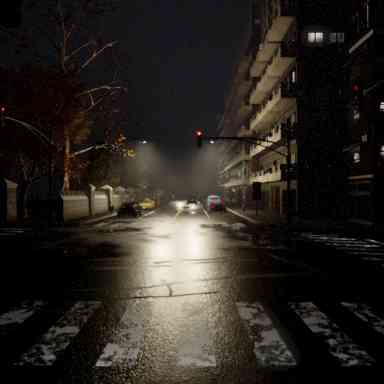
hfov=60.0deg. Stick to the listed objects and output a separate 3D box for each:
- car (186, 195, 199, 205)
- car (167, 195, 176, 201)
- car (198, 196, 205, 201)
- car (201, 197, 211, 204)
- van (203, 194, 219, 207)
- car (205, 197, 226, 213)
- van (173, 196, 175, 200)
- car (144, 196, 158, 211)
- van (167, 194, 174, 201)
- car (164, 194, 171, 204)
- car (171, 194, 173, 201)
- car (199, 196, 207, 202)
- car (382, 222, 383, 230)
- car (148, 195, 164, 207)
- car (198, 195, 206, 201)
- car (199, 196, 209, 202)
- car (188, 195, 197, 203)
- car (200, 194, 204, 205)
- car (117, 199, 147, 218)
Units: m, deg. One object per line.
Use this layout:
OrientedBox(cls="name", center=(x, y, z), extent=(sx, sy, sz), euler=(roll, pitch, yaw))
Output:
OrientedBox(cls="car", center=(0.006, 1.597, 59.579), extent=(2.033, 1.411, 5.357), euler=(0, 0, 0))
OrientedBox(cls="car", center=(-5.678, 1.669, 92.794), extent=(2.008, 1.369, 4.403), euler=(0, 0, 0))
OrientedBox(cls="car", center=(2.702, 1.700, 92.795), extent=(1.802, 1.307, 4.206), euler=(0, 0, 0))
OrientedBox(cls="car", center=(2.699, 1.602, 64.643), extent=(1.887, 1.381, 4.507), euler=(0, 0, 0))
OrientedBox(cls="van", center=(2.698, 1.366, 42.123), extent=(1.690, 1.788, 3.998), euler=(0, 0, 0))
OrientedBox(cls="car", center=(2.697, 1.564, 36.492), extent=(1.887, 1.381, 4.507), euler=(0, 0, 0))
OrientedBox(cls="van", center=(-5.679, 1.432, 81.536), extent=(1.690, 1.788, 3.998), euler=(0, 0, 0))
OrientedBox(cls="car", center=(-5.683, 1.550, 41.955), extent=(1.752, 1.417, 4.829), euler=(0, 0, 0))
OrientedBox(cls="van", center=(-5.678, 1.445, 87.165), extent=(1.690, 1.788, 3.998), euler=(0, 0, 0))
OrientedBox(cls="car", center=(-5.681, 1.498, 64.646), extent=(1.967, 1.590, 4.097), euler=(0, 0, 0))
OrientedBox(cls="car", center=(-5.680, 1.508, 70.275), extent=(1.967, 1.590, 4.097), euler=(0, 0, 0))
OrientedBox(cls="car", center=(2.700, 1.635, 81.534), extent=(1.887, 1.381, 4.507), euler=(0, 0, 0))
OrientedBox(cls="car", center=(13.468, 1.604, 18.539), extent=(5.009, 1.841, 2.192), euler=(1, -1, -1))
OrientedBox(cls="car", center=(-5.682, 1.347, 47.755), extent=(2.192, 1.841, 5.009), euler=(0, 0, 0))
OrientedBox(cls="car", center=(2.702, 1.544, 87.164), extent=(1.967, 1.590, 4.097), euler=(0, 0, 0))
OrientedBox(cls="car", center=(2.700, 1.629, 75.904), extent=(2.008, 1.369, 4.403), euler=(0, 0, 0))
OrientedBox(cls="car", center=(0.009, 1.444, 69.998), extent=(1.837, 1.490, 4.892), euler=(0, 0, 0))
OrientedBox(cls="car", center=(2.699, 1.480, 53.384), extent=(1.967, 1.590, 4.097), euler=(0, 0, 0))
OrientedBox(cls="car", center=(-5.684, 1.580, 30.863), extent=(1.947, 1.339, 4.313), euler=(0, 0, 0))
